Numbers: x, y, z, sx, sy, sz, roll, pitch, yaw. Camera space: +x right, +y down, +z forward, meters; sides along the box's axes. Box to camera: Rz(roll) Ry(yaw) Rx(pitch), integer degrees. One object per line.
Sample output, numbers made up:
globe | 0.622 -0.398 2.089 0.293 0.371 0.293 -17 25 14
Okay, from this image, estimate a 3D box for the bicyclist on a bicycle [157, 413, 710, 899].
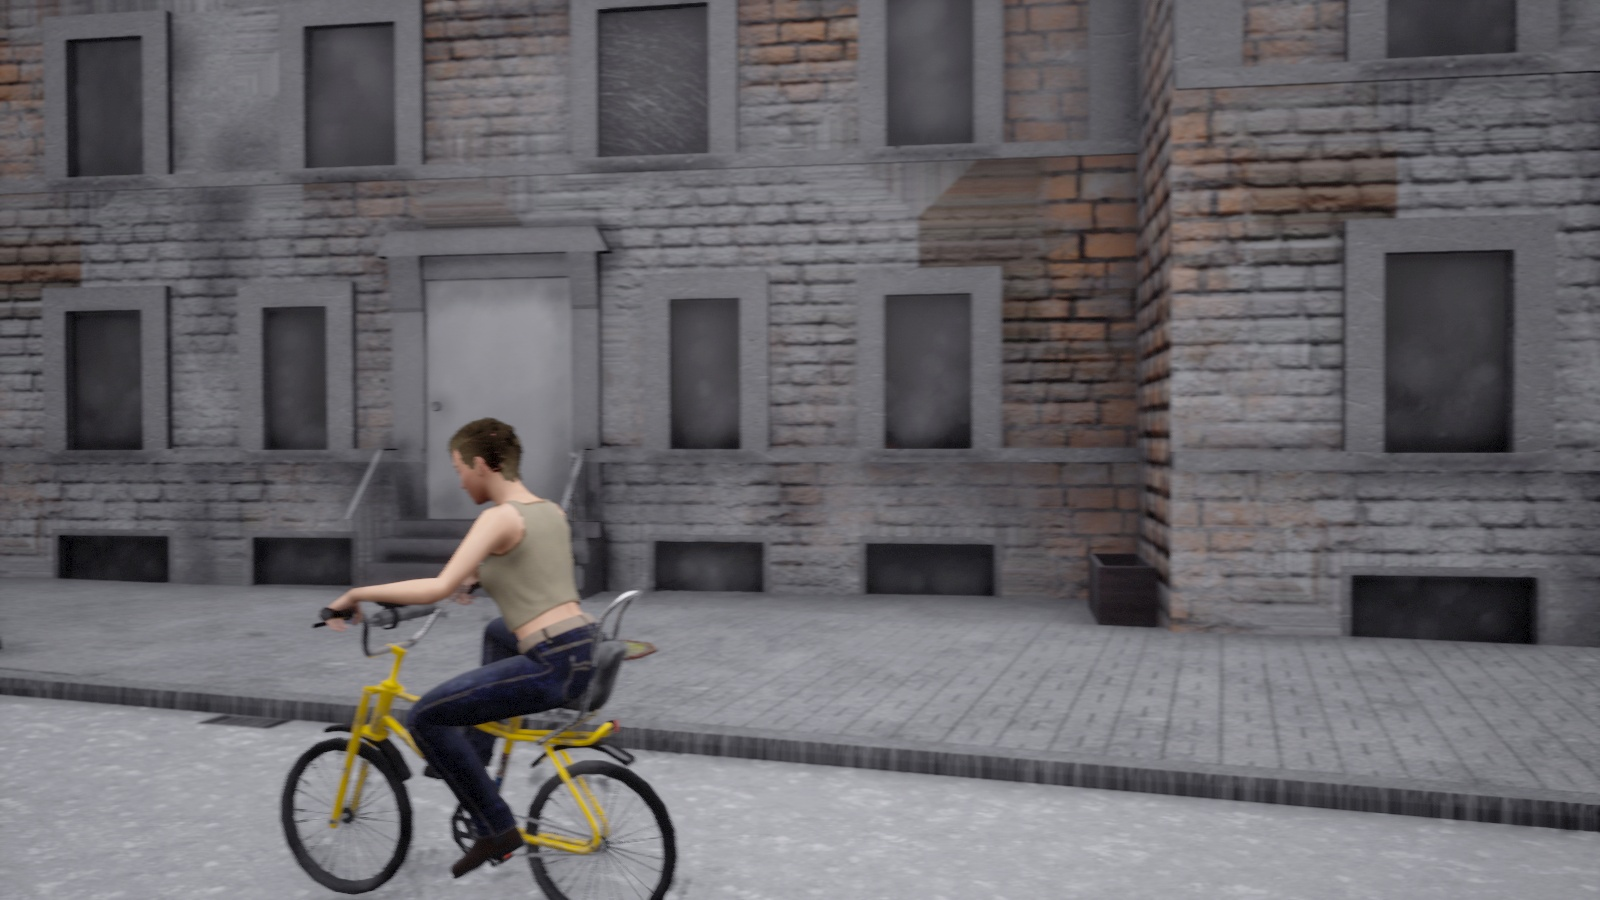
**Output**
bicyclist on a bicycle | -1.164 0.693 4.116 1.509 1.612 0.866 1 1 18
